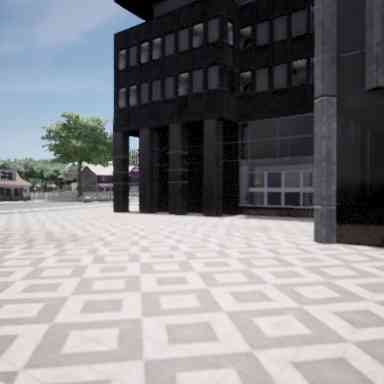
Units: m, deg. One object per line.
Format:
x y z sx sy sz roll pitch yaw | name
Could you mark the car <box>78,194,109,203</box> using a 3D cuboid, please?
-15.904 0.984 53.865 1.895 1.301 4.718 0 1 35 | car
